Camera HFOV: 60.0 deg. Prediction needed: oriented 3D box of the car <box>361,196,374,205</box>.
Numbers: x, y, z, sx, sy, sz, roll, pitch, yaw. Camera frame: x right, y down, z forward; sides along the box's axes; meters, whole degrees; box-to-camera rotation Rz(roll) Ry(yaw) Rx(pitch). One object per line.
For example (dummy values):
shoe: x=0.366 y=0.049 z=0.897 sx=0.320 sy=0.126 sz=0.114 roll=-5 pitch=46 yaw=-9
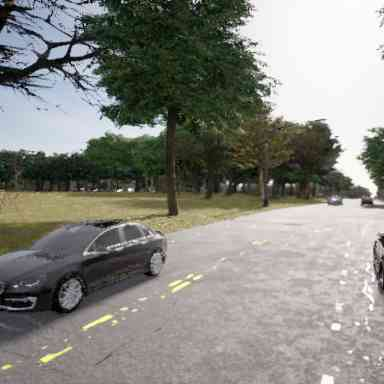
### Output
car: x=30.228 y=1.567 z=57.427 sx=1.895 sy=1.301 sz=4.718 roll=0 pitch=0 yaw=27

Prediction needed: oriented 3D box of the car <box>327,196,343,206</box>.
car: x=23.072 y=1.439 z=53.673 sx=2.128 sy=1.511 sz=4.902 roll=0 pitch=0 yaw=33

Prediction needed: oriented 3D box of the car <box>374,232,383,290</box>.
car: x=5.808 y=1.555 z=8.430 sx=1.994 sy=1.385 sz=4.181 roll=0 pitch=0 yaw=26

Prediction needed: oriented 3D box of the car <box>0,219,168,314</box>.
car: x=-2.350 y=1.458 z=7.755 sx=1.837 sy=1.490 sz=4.892 roll=0 pitch=0 yaw=26
